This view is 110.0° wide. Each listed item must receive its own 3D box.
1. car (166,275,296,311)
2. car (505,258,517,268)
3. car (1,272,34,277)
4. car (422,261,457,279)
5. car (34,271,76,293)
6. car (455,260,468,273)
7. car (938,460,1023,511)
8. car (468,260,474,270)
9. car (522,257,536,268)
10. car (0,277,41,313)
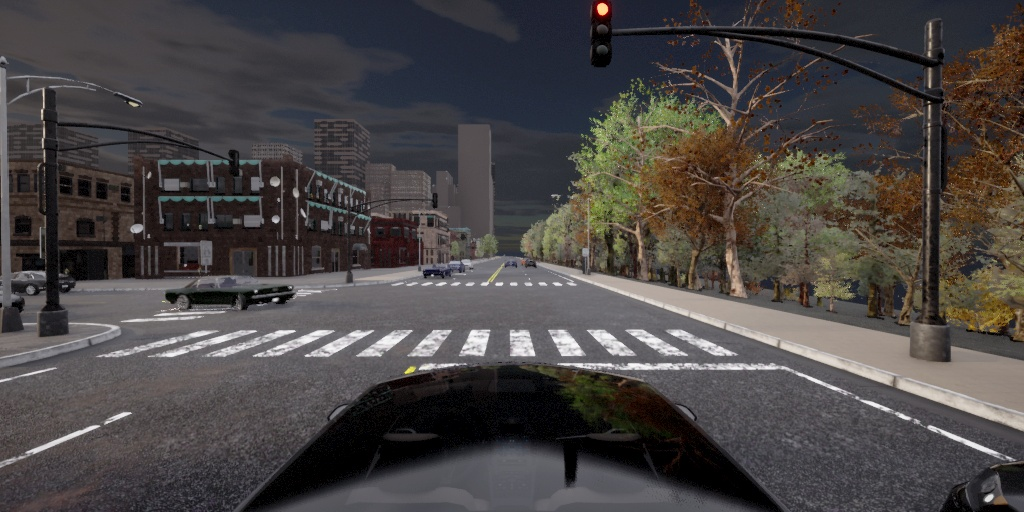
[{"bbox_3d":[-11.139,1.429,14.296,4.718,1.301,1.895,-2,0,16],"label":"car"},{"bbox_3d":[-0.172,1.079,62.480,2.097,1.767,4.553,0,0,0],"label":"car"},{"bbox_3d":[-24.285,1.509,15.225,4.902,1.511,2.128,0,1,0],"label":"car"},{"bbox_3d":[-6.729,1.341,32.904,1.895,1.301,4.718,0,0,2],"label":"car"},{"bbox_3d":[-28.365,1.560,21.004,4.403,1.370,2.007,0,0,0],"label":"car"},{"bbox_3d":[-6.771,1.262,43.075,1.812,1.442,4.674,0,0,0],"label":"car"},{"bbox_3d":[3.363,1.314,0.200,1.994,1.385,4.181,0,0,-1],"label":"car"},{"bbox_3d":[-6.805,1.257,53.345,1.812,1.442,4.674,0,0,0],"label":"car"},{"bbox_3d":[3.088,1.233,60.748,1.837,1.490,4.892,0,0,0],"label":"car"},{"bbox_3d":[-19.994,1.565,12.529,4.313,1.339,1.948,0,0,0],"label":"car"}]
